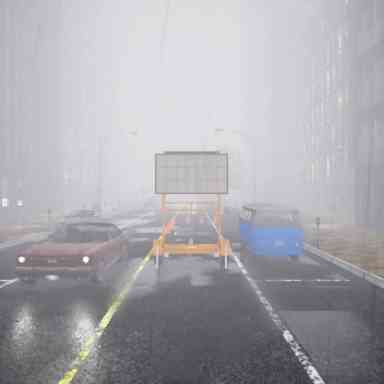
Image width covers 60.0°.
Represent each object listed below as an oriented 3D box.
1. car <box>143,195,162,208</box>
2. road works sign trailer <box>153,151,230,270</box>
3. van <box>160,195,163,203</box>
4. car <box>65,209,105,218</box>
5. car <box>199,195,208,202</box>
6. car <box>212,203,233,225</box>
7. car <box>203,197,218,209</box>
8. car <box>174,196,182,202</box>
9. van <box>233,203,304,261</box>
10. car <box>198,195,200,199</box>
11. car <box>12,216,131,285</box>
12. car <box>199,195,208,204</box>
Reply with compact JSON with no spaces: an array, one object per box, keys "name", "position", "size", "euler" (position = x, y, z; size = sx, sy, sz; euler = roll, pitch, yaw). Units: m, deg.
[{"name":"car","position":[-5.747,1.540,46.163],"size":[2.008,1.369,4.403],"euler":[0,0,0]},{"name":"road works sign trailer","position":[-0.014,0.462,11.031],"size":[2.380,3.560,2.880],"euler":[0,0,0]},{"name":"van","position":[-5.761,1.319,57.548],"size":[1.690,1.788,3.998],"euler":[0,0,0]},{"name":"car","position":[-5.713,1.579,17.700],"size":[1.802,1.307,4.206],"euler":[0,0,0]},{"name":"car","position":[2.599,1.389,74.631],"size":[1.967,1.590,4.097],"euler":[0,0,0]},{"name":"car","position":[2.661,1.578,23.399],"size":[1.802,1.307,4.206],"euler":[0,0,0]},{"name":"car","position":[2.640,1.574,40.477],"size":[1.802,1.307,4.206],"euler":[0,0,0]},{"name":"car","position":[-3.092,1.496,74.535],"size":[2.033,1.411,5.357],"euler":[0,0,0]},{"name":"van","position":[2.675,1.339,12.015],"size":[1.690,1.788,3.998],"euler":[0,0,0]},{"name":"car","position":[2.620,1.528,57.554],"size":[2.008,1.369,4.403],"euler":[0,0,0]},{"name":"car","position":[-3.112,1.599,9.624],"size":[1.895,1.301,4.718],"euler":[0,0,0]},{"name":"car","position":[2.627,1.535,51.862],"size":[2.008,1.369,4.403],"euler":[0,0,0]}]
